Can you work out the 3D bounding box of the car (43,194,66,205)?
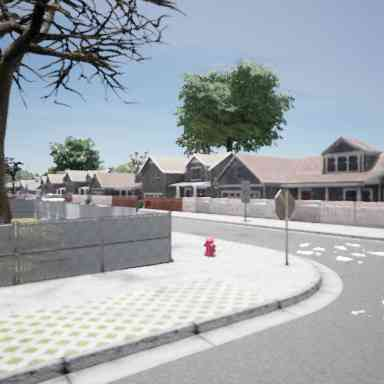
[{"bbox_3d":[-19.248,1.300,46.424,2.150,2.045,5.566,0,0,-36],"label":"car"}]
